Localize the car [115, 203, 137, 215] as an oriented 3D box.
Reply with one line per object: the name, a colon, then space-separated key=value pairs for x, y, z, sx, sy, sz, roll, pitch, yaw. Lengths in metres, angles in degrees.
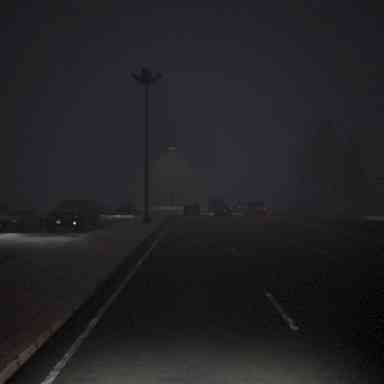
car: x=-8.024 y=2.063 z=41.058 sx=2.033 sy=1.411 sz=5.357 roll=0 pitch=-1 yaw=0

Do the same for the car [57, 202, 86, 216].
car: x=-15.019 y=2.085 z=41.733 sx=1.837 sy=1.490 sz=4.892 roll=0 pitch=-1 yaw=0

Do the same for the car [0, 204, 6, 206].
car: x=-15.062 y=1.656 z=24.234 sx=2.097 sy=1.767 sz=4.553 roll=0 pitch=-1 yaw=0

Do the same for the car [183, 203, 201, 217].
car: x=-0.017 y=1.958 z=37.152 sx=2.128 sy=1.511 sz=4.902 roll=0 pitch=-1 yaw=0

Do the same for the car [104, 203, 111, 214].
car: x=-11.519 y=2.073 z=41.731 sx=2.033 sy=1.411 sz=5.357 roll=0 pitch=-1 yaw=0

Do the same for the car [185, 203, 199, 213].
car: x=-0.022 y=2.199 z=47.600 sx=1.895 sy=1.301 sz=4.718 roll=0 pitch=-1 yaw=0

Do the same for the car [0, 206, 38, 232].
car: x=-11.568 y=1.807 z=22.398 sx=1.812 sy=1.442 sz=4.674 roll=0 pitch=-1 yaw=0

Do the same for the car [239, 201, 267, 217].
car: x=6.983 y=1.824 z=37.544 sx=2.097 sy=1.767 sz=4.553 roll=0 pitch=-1 yaw=0

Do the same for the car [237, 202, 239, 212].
car: x=6.978 y=2.145 z=47.574 sx=2.033 sy=1.411 sz=5.357 roll=0 pitch=-1 yaw=0

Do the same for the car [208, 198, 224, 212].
car: x=3.478 y=1.819 z=47.607 sx=2.150 sy=2.045 sz=5.566 roll=0 pitch=-1 yaw=0

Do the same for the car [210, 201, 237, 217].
car: x=3.483 y=2.036 z=37.569 sx=1.994 sy=1.385 sz=4.181 roll=0 pitch=-1 yaw=0

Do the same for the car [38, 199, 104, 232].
car: x=-8.061 y=1.511 z=22.908 sx=2.150 sy=2.045 sz=5.566 roll=0 pitch=-1 yaw=1
